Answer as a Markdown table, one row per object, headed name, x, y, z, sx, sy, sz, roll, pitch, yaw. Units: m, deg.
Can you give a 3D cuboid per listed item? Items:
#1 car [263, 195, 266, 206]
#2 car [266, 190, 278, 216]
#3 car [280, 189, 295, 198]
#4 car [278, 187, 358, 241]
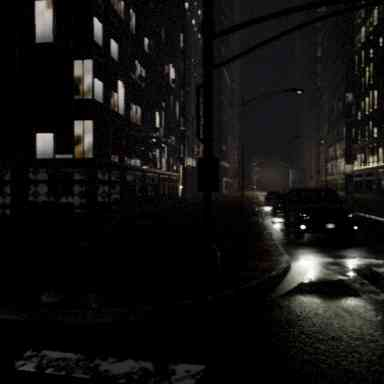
| name | x | y | z | sx | sy | sz | roll | pitch | yaw |
| --- | --- | --- | --- | --- | --- | --- | --- | --- | --- |
| car | 8.524 | 0.630 | 34.694 | 1.837 | 1.490 | 4.892 | 0 | 1 | 10 |
| car | 6.807 | 0.832 | 24.543 | 1.882 | 1.535 | 5.008 | 0 | 1 | 9 |
| car | 15.532 | 0.211 | 54.203 | 2.033 | 1.411 | 5.357 | 0 | 1 | 12 |
| car | 5.326 | 0.796 | 14.574 | 2.150 | 2.045 | 5.566 | 0 | 1 | 8 |
